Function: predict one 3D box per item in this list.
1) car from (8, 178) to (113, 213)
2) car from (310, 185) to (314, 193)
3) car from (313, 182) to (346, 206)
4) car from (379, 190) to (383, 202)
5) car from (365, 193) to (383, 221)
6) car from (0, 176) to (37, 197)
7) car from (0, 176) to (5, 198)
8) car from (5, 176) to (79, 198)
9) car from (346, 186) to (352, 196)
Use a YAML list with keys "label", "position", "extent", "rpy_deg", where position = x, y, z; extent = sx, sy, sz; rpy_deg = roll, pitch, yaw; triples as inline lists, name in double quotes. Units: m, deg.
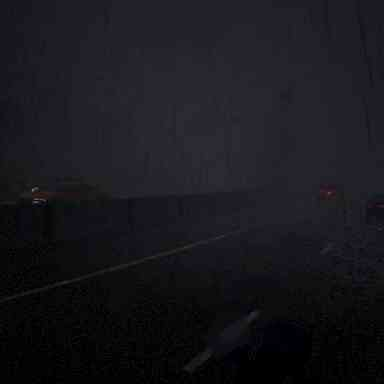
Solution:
- label: "car"
  position: [-6.281, 0.227, 17.024]
  extent: [1.882, 1.535, 5.008]
  rpy_deg: [5, 4, 30]
- label: "car"
  position: [19.859, -0.478, 52.414]
  extent: [2.128, 1.511, 4.902]
  rpy_deg: [4, 3, 14]
- label: "car"
  position: [12.855, 0.089, 31.173]
  extent: [2.150, 2.045, 5.566]
  rpy_deg: [4, 4, 22]
- label: "car"
  position: [23.322, 0.543, 38.685]
  extent: [1.895, 1.301, 4.718]
  rpy_deg: [4, 3, 19]
- label: "car"
  position: [11.452, 0.898, 19.833]
  extent: [1.882, 1.535, 5.008]
  rpy_deg: [5, 4, 26]
- label: "car"
  position: [-14.282, -0.457, 23.999]
  extent: [2.033, 1.411, 5.357]
  rpy_deg: [4, 4, 30]
- label: "car"
  position: [-12.083, -0.182, 20.847]
  extent: [2.033, 1.411, 5.357]
  rpy_deg: [5, 4, 31]
- label: "car"
  position: [-8.396, -0.178, 20.331]
  extent: [2.097, 1.767, 4.553]
  rpy_deg: [4, 4, 30]
- label: "car"
  position: [23.050, -0.207, 50.789]
  extent: [1.812, 1.442, 4.674]
  rpy_deg: [4, 3, 14]
